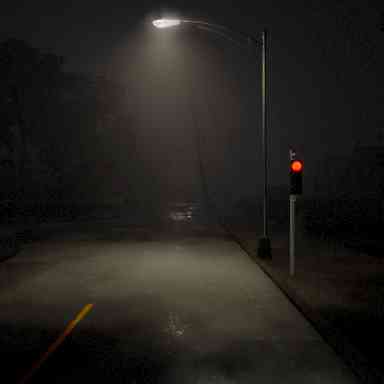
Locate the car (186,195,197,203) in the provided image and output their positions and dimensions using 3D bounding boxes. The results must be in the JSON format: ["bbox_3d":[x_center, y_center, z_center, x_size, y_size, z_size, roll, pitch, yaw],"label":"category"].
[{"bbox_3d":[-0.073,1.525,67.501,1.812,1.442,4.674,0,0,0],"label":"car"}]

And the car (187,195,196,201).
[{"bbox_3d":[-0.084,1.427,77.535,1.895,1.301,4.718,0,0,0],"label":"car"}]
